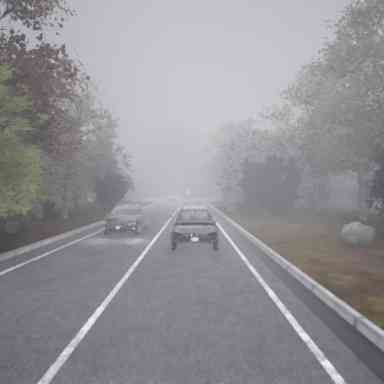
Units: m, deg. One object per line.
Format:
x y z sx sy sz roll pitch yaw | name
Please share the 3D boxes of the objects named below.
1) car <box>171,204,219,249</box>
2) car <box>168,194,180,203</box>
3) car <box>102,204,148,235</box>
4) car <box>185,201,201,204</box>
0.103 1.475 14.410 2.128 1.511 4.902 0 0 0 | car
-3.487 1.202 63.581 2.097 1.767 4.553 0 0 0 | car
-3.595 1.476 18.543 1.837 1.490 4.892 0 0 0 | car
0.105 1.525 32.636 1.895 1.301 4.718 0 0 0 | car
